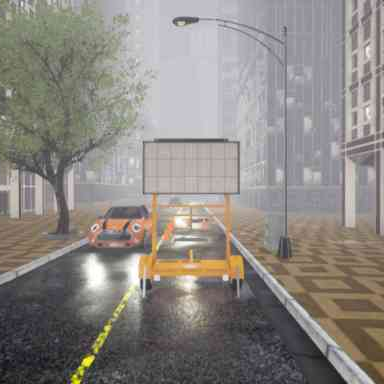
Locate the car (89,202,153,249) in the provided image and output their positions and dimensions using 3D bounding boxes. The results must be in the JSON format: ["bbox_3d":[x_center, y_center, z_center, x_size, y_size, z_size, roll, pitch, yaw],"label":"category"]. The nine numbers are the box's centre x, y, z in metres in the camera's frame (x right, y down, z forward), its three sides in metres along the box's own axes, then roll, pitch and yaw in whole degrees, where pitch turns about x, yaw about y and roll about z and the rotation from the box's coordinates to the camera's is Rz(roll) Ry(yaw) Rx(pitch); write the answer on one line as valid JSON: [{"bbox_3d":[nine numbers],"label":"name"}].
[{"bbox_3d":[-2.884,1.349,14.449,2.097,1.767,4.553,0,0,0],"label":"car"}]

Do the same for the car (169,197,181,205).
[{"bbox_3d":[-2.962,1.526,57.664,1.882,1.535,5.008,0,0,0],"label":"car"}]

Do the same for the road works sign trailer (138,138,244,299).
[{"bbox_3d":[-0.019,0.462,8.413,2.380,3.560,2.880,0,0,0],"label":"road works sign trailer"}]
